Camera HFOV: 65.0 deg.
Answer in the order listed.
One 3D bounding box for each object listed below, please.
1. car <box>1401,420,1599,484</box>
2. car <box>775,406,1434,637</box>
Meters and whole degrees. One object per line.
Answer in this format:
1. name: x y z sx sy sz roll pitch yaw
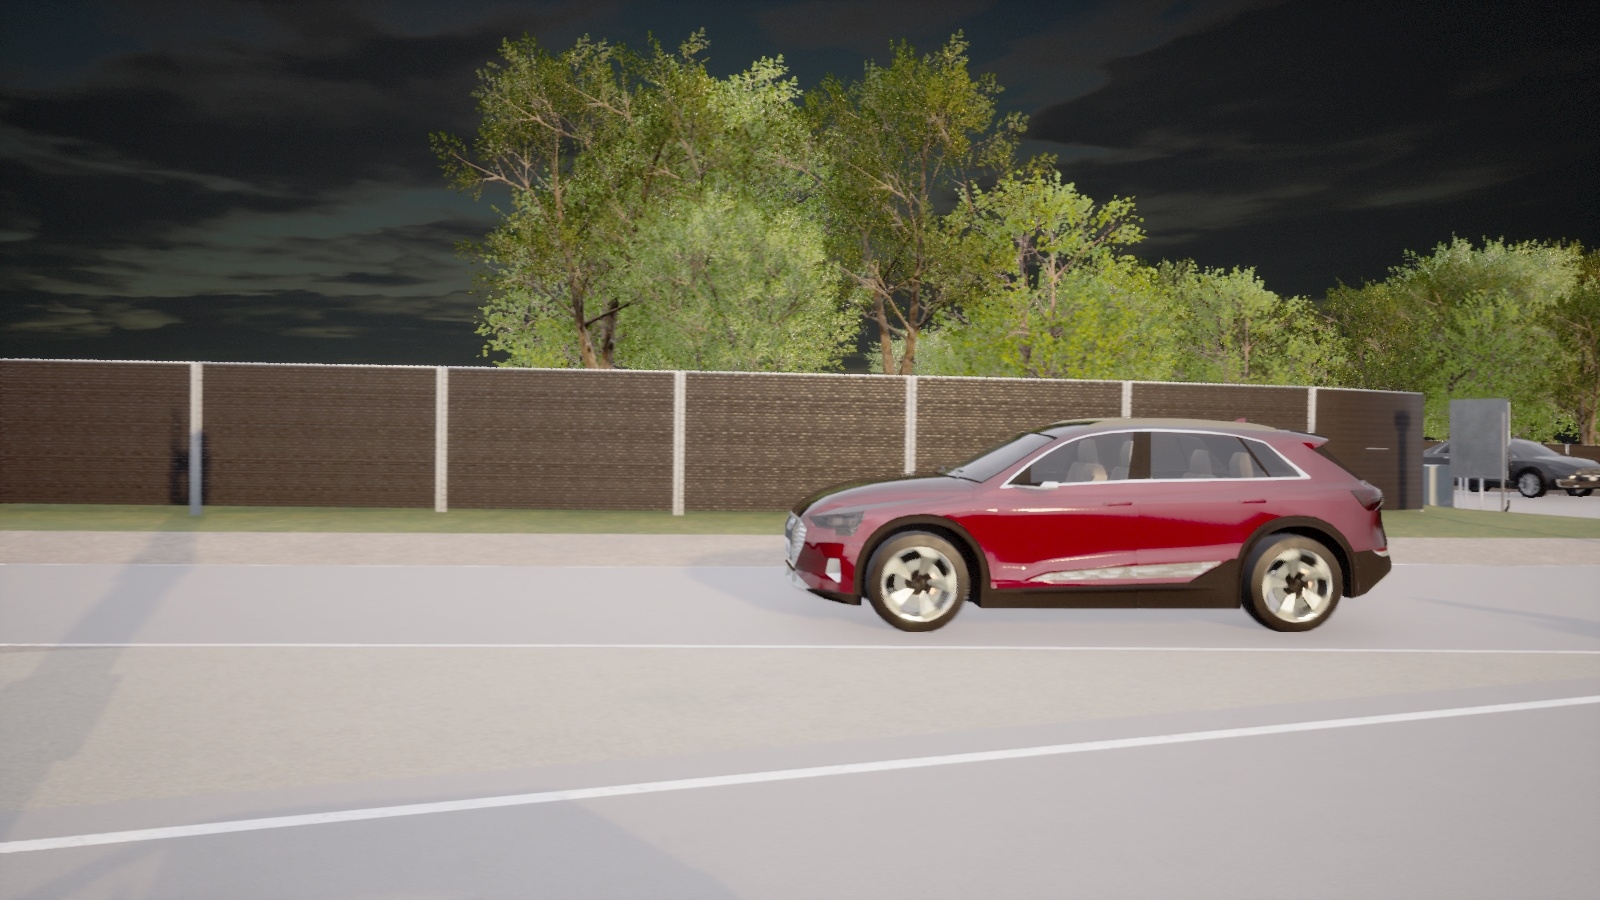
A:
1. car: 18.115 0.034 32.220 1.837 1.490 4.892 -1 0 -21
2. car: 2.298 0.486 10.324 4.856 1.649 2.033 0 1 -6
